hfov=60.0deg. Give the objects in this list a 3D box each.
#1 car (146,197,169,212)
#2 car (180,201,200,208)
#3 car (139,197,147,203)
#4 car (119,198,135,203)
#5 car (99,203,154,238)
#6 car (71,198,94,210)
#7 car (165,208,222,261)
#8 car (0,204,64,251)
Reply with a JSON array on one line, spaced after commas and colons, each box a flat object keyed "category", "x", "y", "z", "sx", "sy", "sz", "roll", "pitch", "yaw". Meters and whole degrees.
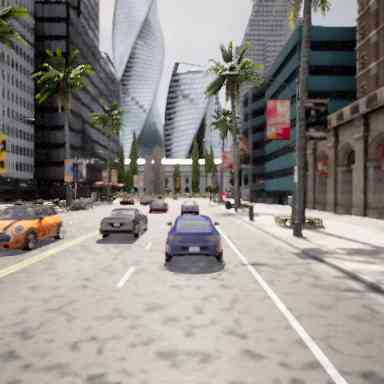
[{"category": "car", "x": -3.785, "y": 1.599, "z": 38.446, "sx": 1.994, "sy": 1.385, "sz": 4.181, "roll": 0, "pitch": 0, "yaw": -1}, {"category": "car", "x": -0.210, "y": 1.579, "z": 32.877, "sx": 2.033, "sy": 1.411, "sz": 5.357, "roll": 0, "pitch": 0, "yaw": -1}, {"category": "car", "x": -7.677, "y": 1.528, "z": 56.122, "sx": 1.882, "sy": 1.535, "sz": 5.008, "roll": 0, "pitch": 0, "yaw": 0}, {"category": "car", "x": -11.174, "y": 1.651, "z": 57.180, "sx": 1.895, "sy": 1.301, "sz": 4.718, "roll": 0, "pitch": 0, "yaw": 0}, {"category": "car", "x": -3.517, "y": 1.563, "z": 17.888, "sx": 2.033, "sy": 1.411, "sz": 5.357, "roll": 0, "pitch": 0, "yaw": -1}, {"category": "car", "x": -14.029, "y": 1.517, "z": 42.774, "sx": 2.231, "sy": 1.521, "sz": 4.892, "roll": 0, "pitch": 0, "yaw": -1}, {"category": "car", "x": 0.045, "y": 1.537, "z": 12.158, "sx": 1.812, "sy": 1.442, "sz": 4.674, "roll": 0, "pitch": 0, "yaw": -1}, {"category": "car", "x": -7.168, "y": 1.363, "z": 14.107, "sx": 2.097, "sy": 1.767, "sz": 4.553, "roll": 0, "pitch": 0, "yaw": -1}]
